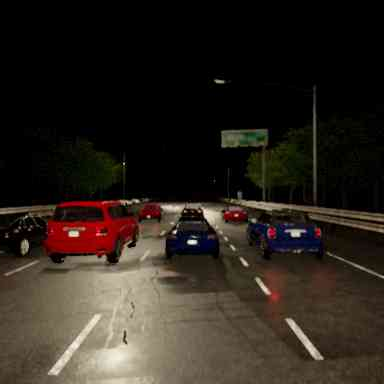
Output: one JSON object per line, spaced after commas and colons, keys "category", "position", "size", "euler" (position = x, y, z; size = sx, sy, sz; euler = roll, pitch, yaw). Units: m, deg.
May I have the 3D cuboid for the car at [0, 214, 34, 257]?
{"category": "car", "position": [-6.970, 1.642, 13.470], "size": [1.837, 1.490, 4.892], "euler": [0, 0, 1]}

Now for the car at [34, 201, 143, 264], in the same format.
{"category": "car", "position": [-3.484, 1.351, 12.540], "size": [2.150, 2.045, 5.566], "euler": [0, 0, 0]}

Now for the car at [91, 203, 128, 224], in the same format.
{"category": "car", "position": [-6.940, 1.782, 28.468], "size": [1.837, 1.490, 4.892], "euler": [0, 0, 1]}

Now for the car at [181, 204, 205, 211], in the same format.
{"category": "car", "position": [0.060, 1.767, 28.446], "size": [2.128, 1.511, 4.902], "euler": [0, 0, 1]}

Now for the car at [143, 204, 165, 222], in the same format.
{"category": "car", "position": [-3.435, 1.804, 28.845], "size": [1.812, 1.442, 4.674], "euler": [0, 0, 1]}

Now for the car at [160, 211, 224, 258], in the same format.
{"category": "car", "position": [0.029, 1.698, 13.380], "size": [1.994, 1.385, 4.181], "euler": [0, 0, 1]}

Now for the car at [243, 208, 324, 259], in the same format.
{"category": "car", "position": [3.529, 1.485, 13.380], "size": [2.097, 1.767, 4.553], "euler": [0, -1, 1]}

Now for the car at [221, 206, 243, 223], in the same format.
{"category": "car", "position": [3.566, 1.840, 28.511], "size": [1.994, 1.385, 4.181], "euler": [0, 0, 0]}
